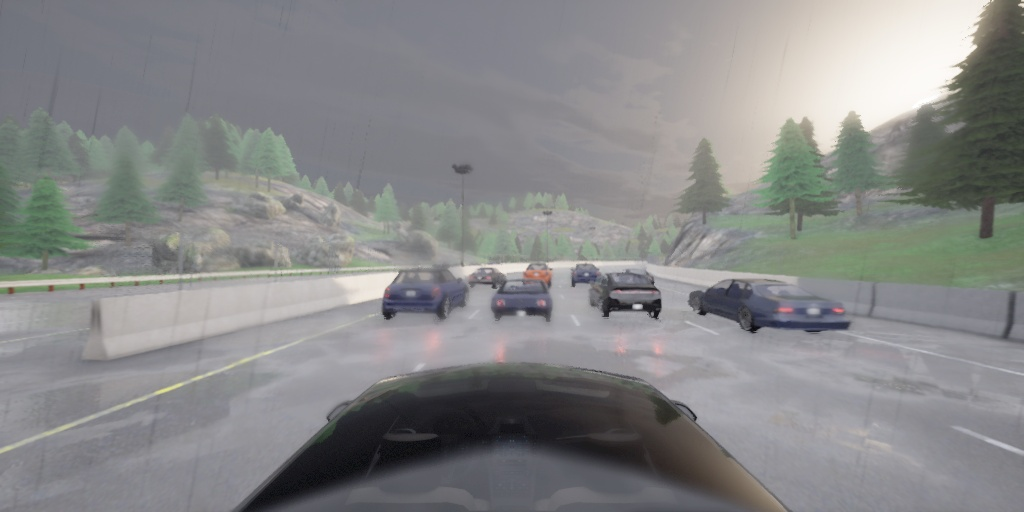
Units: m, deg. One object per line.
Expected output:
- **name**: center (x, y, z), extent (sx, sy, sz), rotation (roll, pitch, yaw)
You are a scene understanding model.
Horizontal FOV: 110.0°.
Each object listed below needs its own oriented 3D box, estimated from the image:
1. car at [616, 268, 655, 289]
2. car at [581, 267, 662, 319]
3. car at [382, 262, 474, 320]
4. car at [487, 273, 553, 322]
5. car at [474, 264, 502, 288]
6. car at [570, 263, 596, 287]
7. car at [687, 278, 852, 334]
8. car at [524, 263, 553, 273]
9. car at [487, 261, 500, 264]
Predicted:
- **car**: center (8.929, 1.578, 26.252), extent (1.895, 1.301, 4.718), rotation (0, -1, 9)
- **car**: center (4.012, 1.349, 13.309), extent (2.128, 1.511, 4.902), rotation (0, 0, 5)
- **car**: center (-3.001, 1.208, 13.383), extent (2.097, 1.767, 4.553), rotation (0, 0, 5)
- **car**: center (0.461, 1.452, 12.871), extent (1.895, 1.301, 4.718), rotation (0, -1, 5)
- **car**: center (-1.738, 1.518, 26.014), extent (2.033, 1.411, 5.357), rotation (0, -1, 9)
- **car**: center (5.544, 1.336, 27.204), extent (2.097, 1.767, 4.553), rotation (0, -1, 9)
- **car**: center (7.329, 1.385, 11.017), extent (2.033, 1.411, 5.357), rotation (0, -1, 4)
- **car**: center (2.070, 1.338, 27.633), extent (2.097, 1.767, 4.553), rotation (0, -1, 9)
- **car**: center (-3.550, 1.671, 64.489), extent (2.097, 1.767, 4.553), rotation (0, -1, 19)
